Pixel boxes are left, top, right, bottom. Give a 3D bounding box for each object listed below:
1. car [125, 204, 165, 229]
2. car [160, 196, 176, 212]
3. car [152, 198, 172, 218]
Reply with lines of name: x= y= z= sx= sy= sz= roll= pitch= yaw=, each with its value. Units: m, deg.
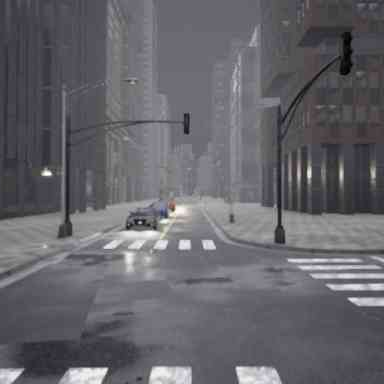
car: x=-3.218 y=1.720 z=22.593 sx=1.994 sy=1.385 sz=4.181 roll=0 pitch=0 yaw=0
car: x=-3.309 y=1.527 z=43.691 sx=2.150 sy=2.045 sz=5.566 roll=0 pitch=0 yaw=0
car: x=-3.267 y=1.708 z=33.006 sx=1.882 sy=1.535 sz=5.008 roll=0 pitch=0 yaw=-1
